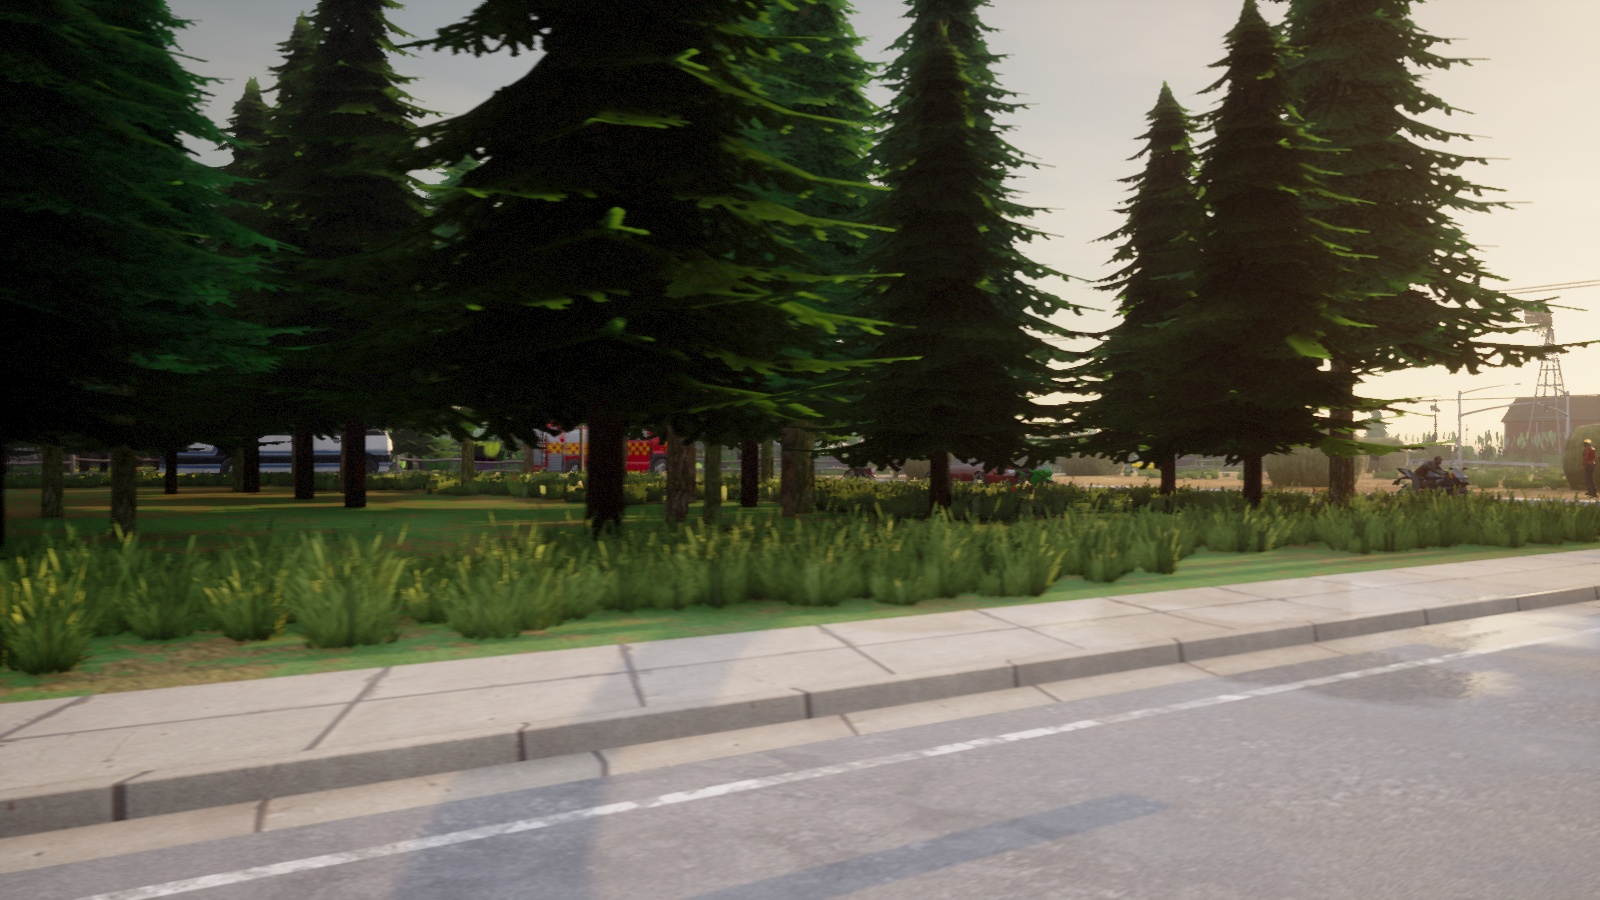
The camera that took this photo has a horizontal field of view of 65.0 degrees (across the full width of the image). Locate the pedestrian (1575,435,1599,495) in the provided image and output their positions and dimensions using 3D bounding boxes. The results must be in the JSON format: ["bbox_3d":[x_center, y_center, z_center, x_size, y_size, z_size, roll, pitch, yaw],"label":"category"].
[{"bbox_3d":[24.312,0.455,38.715,0.331,1.846,0.636,0,0,-28],"label":"pedestrian"}]

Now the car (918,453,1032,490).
[{"bbox_3d":[7.427,0.891,53.809,2.163,1.488,4.792,0,0,-35],"label":"car"}]

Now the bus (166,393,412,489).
[{"bbox_3d":[-24.186,-0.435,59.735,10.273,4.253,3.944,-1,0,-33],"label":"bus"}]

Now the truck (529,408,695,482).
[{"bbox_3d":[-10.169,-0.224,68.478,8.468,3.827,2.891,0,0,-32],"label":"truck"}]

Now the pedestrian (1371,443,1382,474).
[{"bbox_3d":[35.039,0.514,76.329,0.431,1.840,0.703,0,0,9],"label":"pedestrian"}]

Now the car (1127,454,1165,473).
[{"bbox_3d":[24.893,0.967,90.294,2.207,1.376,1.481,0,0,-32],"label":"car"}]

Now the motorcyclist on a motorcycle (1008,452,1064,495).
[{"bbox_3d":[8.621,0.852,45.931,0.797,1.523,2.044,0,0,-35],"label":"motorcyclist on a motorcycle"}]

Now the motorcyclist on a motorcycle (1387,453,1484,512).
[{"bbox_3d":[17.053,0.855,33.744,0.866,1.530,2.191,0,0,-35],"label":"motorcyclist on a motorcycle"}]

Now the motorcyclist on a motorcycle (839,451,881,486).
[{"bbox_3d":[2.873,0.869,60.389,0.766,1.649,2.350,0,0,-35],"label":"motorcyclist on a motorcycle"}]
